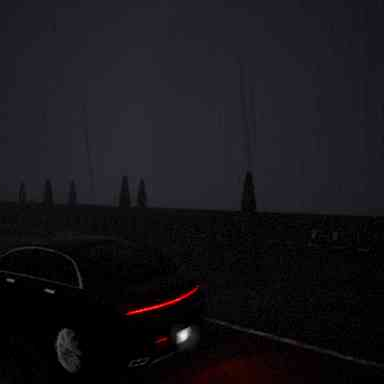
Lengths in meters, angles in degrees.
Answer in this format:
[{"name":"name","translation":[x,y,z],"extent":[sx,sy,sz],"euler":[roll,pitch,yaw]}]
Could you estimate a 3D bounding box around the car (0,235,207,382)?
[{"name":"car","translation":[-2.064,1.482,5.465],"extent":[4.892,1.490,1.837],"euler":[0,0,36]}]
